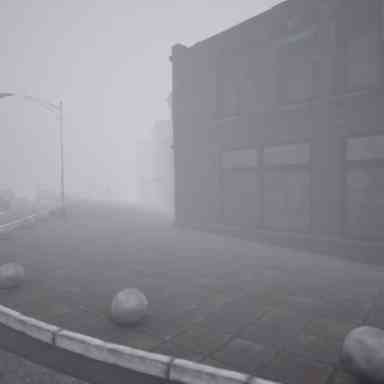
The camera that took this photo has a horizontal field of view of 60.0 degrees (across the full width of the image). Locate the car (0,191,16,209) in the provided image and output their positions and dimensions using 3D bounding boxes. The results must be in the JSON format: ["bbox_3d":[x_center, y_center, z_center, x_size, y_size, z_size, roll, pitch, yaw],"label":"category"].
[{"bbox_3d":[-18.234,0.982,30.645,1.812,1.442,4.674,-1,2,-12],"label":"car"}]

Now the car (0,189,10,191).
[{"bbox_3d":[-27.061,0.616,42.433,5.566,2.045,2.435,-1,0,-12],"label":"car"}]

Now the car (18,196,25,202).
[{"bbox_3d":[-29.028,0.793,51.449,4.553,1.767,2.185,-1,0,-12],"label":"car"}]

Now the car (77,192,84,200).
[{"bbox_3d":[-20.849,0.810,59.051,2.128,1.511,4.902,-1,1,-12],"label":"car"}]

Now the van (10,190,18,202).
[{"bbox_3d":[-28.468,0.671,48.464,4.442,1.987,1.878,-1,0,-12],"label":"van"}]

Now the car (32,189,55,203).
[{"bbox_3d":[-22.695,0.545,52.042,2.150,2.045,5.566,-1,0,-12],"label":"car"}]

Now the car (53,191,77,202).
[{"bbox_3d":[-18.776,0.827,49.263,1.994,1.385,4.181,-1,0,-12],"label":"car"}]

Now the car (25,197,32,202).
[{"bbox_3d":[-29.434,0.947,54.345,5.366,1.575,1.946,-1,0,-12],"label":"car"}]
